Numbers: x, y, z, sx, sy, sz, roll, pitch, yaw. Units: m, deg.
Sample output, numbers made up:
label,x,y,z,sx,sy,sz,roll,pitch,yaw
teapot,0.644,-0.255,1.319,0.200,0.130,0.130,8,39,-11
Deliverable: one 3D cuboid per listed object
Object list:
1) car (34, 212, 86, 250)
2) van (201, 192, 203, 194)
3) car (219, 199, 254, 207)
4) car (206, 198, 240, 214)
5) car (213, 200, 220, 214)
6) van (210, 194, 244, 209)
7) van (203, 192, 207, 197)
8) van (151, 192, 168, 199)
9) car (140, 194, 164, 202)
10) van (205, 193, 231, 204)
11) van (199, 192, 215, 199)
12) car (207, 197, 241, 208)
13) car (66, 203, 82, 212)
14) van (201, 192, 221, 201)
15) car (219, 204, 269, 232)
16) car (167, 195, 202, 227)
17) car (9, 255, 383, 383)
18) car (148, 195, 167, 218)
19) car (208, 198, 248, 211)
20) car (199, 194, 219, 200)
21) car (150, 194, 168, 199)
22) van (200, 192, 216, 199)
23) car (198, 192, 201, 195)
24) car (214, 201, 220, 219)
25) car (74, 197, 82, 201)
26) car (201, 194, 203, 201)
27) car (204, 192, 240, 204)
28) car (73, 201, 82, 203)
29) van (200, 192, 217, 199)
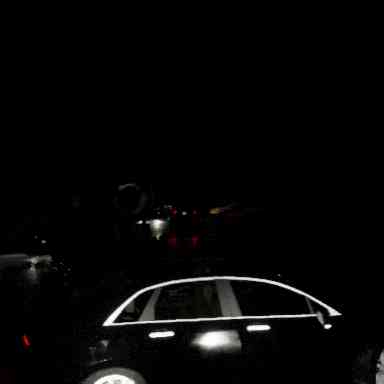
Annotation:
label,x,y,z,sx,sy,sz,roll,pitch,yaw
car,-5.130,1.859,15.711,1.837,1.490,4.892,-1,-2,21
van,4.328,1.151,61.635,4.442,1.987,1.878,0,0,0
car,4.673,1.693,25.762,4.553,1.767,2.185,0,1,0
car,4.411,1.690,33.947,5.366,1.575,1.946,0,1,0
car,4.609,1.775,31.179,4.674,1.452,2.002,0,1,0
van,4.652,1.298,45.147,4.442,1.987,1.878,0,1,0
van,4.382,1.208,53.309,4.442,1.987,1.878,0,1,-1
van,-8.919,0.954,92.179,4.442,1.987,1.878,0,0,0
car,-8.690,1.310,72.749,4.892,1.521,2.231,0,0,0
van,4.576,1.169,58.866,4.442,1.987,1.878,0,0,0
van,4.145,0.930,95.010,4.442,1.987,1.878,0,0,0
car,4.549,1.517,47.921,4.792,1.488,2.163,0,1,0
car,-8.467,1.856,25.568,4.792,1.488,2.163,0,1,0
van,4.469,1.040,78.383,4.442,1.987,1.878,0,0,0
car,4.651,1.860,22.993,5.008,1.535,2.097,0,1,0
car,-0.469,1.557,26.131,2.150,2.045,5.566,0,1,2
car,0.463,1.607,4.210,4.892,1.490,1.837,0,-1,-11
car,-4.040,1.445,33.410,2.150,2.045,5.566,0,1,0
car,4.523,1.595,42.257,4.792,1.488,2.163,0,1,0
car,4.318,1.230,83.799,5.008,1.535,2.097,0,0,0
car,-8.785,1.239,89.406,4.674,1.452,2.002,0,0,0
van,4.394,0.949,92.108,4.442,1.987,1.878,0,0,0
car,4.401,1.107,64.405,5.566,2.045,2.435,0,0,0
car,4.598,1.807,28.409,4.792,1.488,2.163,0,1,0
car,-8.440,1.490,31.116,5.566,2.045,2.435,0,1,0
car,4.480,1.413,56.098,5.008,1.535,2.097,0,0,0
car,4.595,1.357,39.484,5.566,2.045,2.435,0,1,0
car,-8.447,1.784,28.344,5.008,1.535,2.097,0,1,0
van,4.409,0.967,89.463,4.442,1.987,1.878,0,0,0
